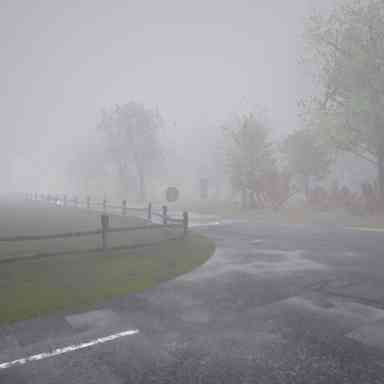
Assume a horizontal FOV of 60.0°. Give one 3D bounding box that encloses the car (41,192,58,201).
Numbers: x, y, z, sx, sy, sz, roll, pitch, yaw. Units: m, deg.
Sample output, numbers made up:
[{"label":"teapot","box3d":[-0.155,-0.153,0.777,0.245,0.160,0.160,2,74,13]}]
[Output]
[{"label":"car","box3d":[-22.849,0.711,53.256,1.812,1.442,4.674,-1,1,-36]}]
